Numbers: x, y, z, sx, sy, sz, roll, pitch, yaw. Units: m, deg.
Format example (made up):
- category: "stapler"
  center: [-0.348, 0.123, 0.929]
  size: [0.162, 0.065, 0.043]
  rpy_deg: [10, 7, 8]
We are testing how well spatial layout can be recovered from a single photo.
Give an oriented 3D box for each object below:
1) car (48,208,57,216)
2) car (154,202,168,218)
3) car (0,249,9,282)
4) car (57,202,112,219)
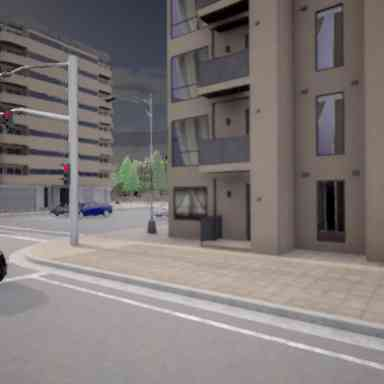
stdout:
- category: "car"
  center: [-12.359, 1.816, 35.308]
  size: [2.033, 1.411, 5.357]
  rpy_deg: [-1, 0, 35]
- category: "car"
  center: [-1.690, 1.700, 31.944]
  size: [1.812, 1.442, 4.674]
  rpy_deg: [-1, 0, 35]
- category: "car"
  center: [-6.680, 1.656, 8.749]
  size: [4.181, 1.385, 1.994]
  rpy_deg: [-1, 0, 36]
- category: "car"
  center: [-10.082, 1.715, 32.455]
  size: [1.882, 1.535, 5.008]
  rpy_deg: [-1, 0, 35]
